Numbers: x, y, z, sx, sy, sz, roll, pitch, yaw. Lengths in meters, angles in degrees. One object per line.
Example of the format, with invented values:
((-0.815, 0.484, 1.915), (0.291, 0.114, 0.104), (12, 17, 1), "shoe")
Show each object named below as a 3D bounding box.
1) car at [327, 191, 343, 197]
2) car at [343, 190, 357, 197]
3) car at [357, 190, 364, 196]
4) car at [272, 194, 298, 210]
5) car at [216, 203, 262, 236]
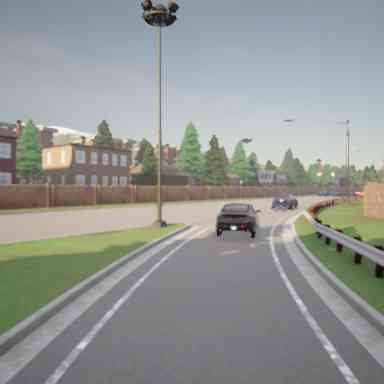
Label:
((37.999, 0.597, 87.468), (2.128, 1.511, 4.902), (1, 1, 37), "car")
((41.030, 0.622, 85.669), (1.812, 1.442, 4.674), (1, 1, 37), "car")
((43.789, 0.482, 83.513), (2.097, 1.767, 4.553), (1, 1, 37), "car")
((10.324, 0.952, 36.693), (2.097, 1.767, 4.553), (1, 1, 27), "car")
((2.424, 1.313, 17.079), (1.837, 1.490, 4.892), (0, 0, 14), "car")
